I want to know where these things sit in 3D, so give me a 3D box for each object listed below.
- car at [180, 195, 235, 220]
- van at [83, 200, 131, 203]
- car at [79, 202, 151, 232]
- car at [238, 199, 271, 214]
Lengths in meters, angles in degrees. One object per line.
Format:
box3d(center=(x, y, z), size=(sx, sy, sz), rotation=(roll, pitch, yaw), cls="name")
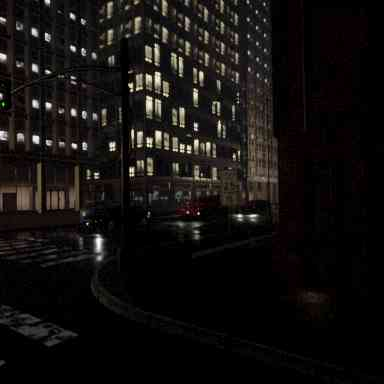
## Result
box3d(center=(1.256, 1.307, 29.115), size=(2.150, 2.045, 5.566), rotation=(-1, -1, 36), cls="car")
box3d(center=(-5.979, 1.460, 23.458), size=(1.690, 1.788, 3.998), rotation=(-2, -1, 36), cls="van")
box3d(center=(-4.633, 1.571, 20.926), size=(1.837, 1.490, 4.892), rotation=(-1, -1, 33), cls="car")
box3d(center=(7.261, 1.583, 37.477), size=(1.882, 1.535, 5.008), rotation=(-1, -1, 36), cls="car")
